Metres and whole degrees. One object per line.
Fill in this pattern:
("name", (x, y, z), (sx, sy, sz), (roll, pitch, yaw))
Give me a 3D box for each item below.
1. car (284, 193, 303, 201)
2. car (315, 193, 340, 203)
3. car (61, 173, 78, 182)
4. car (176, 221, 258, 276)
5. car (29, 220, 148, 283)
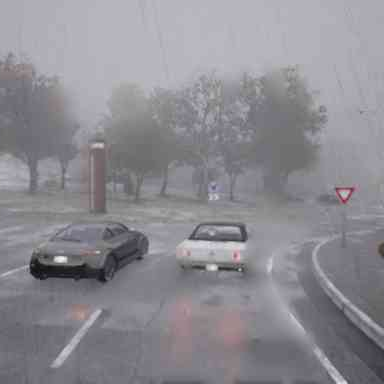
("car", (16.031, 0.795, 54.217), (1.994, 1.385, 4.181), (-1, 2, -23))
("car", (20.628, 0.900, 50.529), (1.994, 1.385, 4.181), (0, 2, -15))
("car", (-31.085, -3.579, 87.838), (2.231, 1.521, 4.892), (7, 6, 28))
("car", (1.008, 1.551, 10.318), (1.895, 1.301, 4.718), (0, 0, 13))
("car", (-2.713, 1.510, 9.672), (1.994, 1.385, 4.181), (0, 1, 9))
